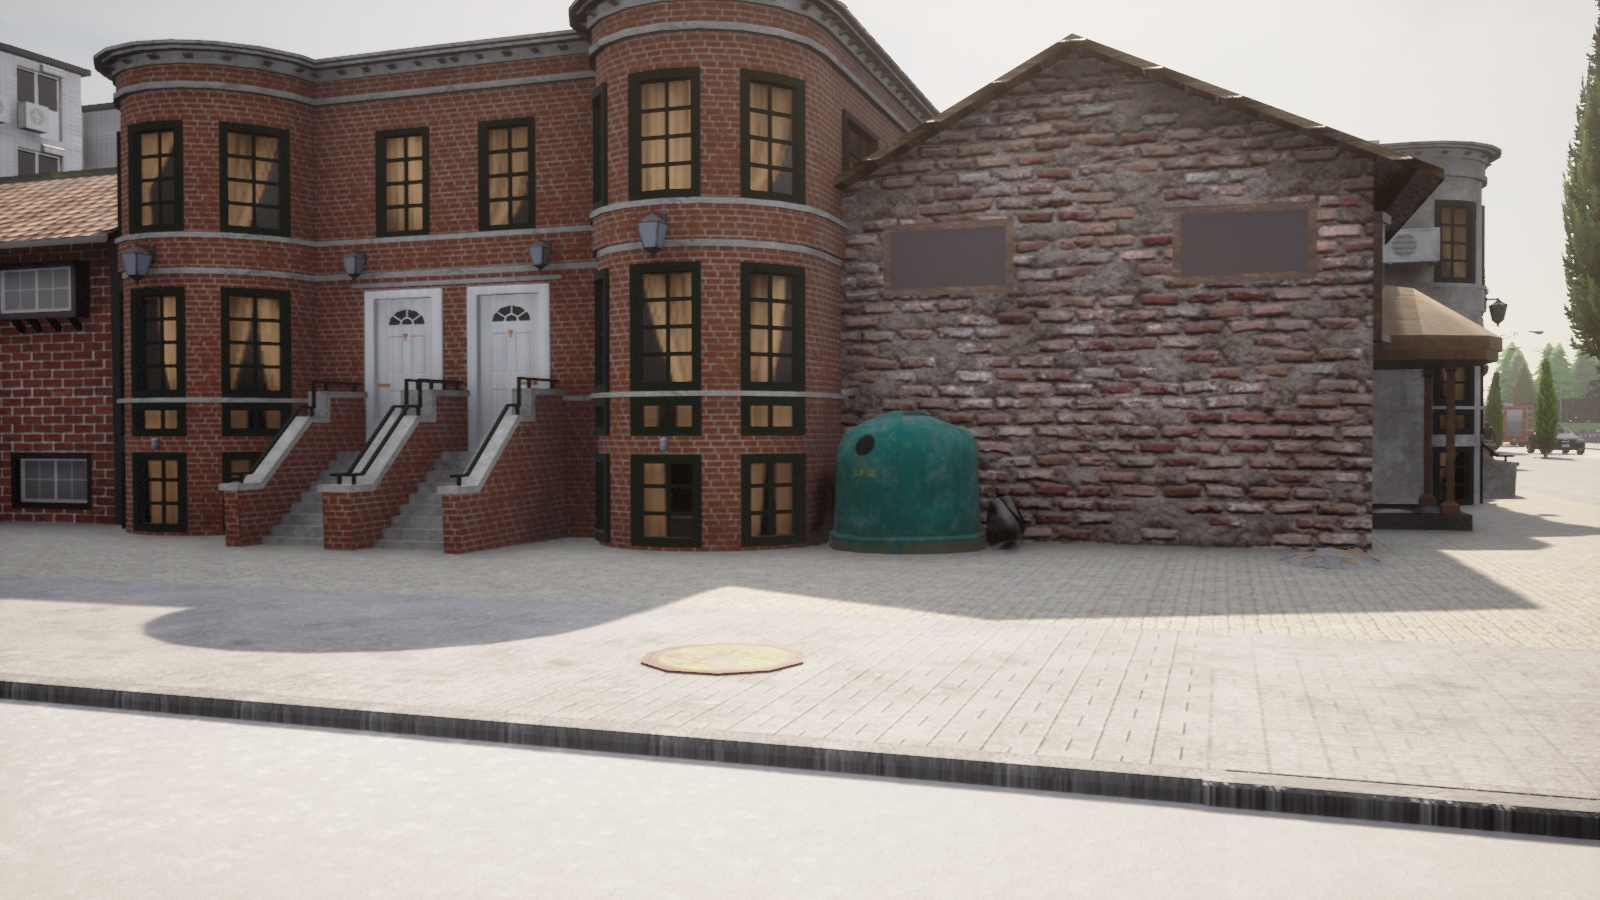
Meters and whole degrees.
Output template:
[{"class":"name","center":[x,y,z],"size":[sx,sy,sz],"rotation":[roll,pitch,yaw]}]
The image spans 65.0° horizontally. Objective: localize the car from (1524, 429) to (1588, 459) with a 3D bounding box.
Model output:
[{"class":"car","center":[44.268,-0.382,73.611],"size":[2.152,1.651,5.027],"rotation":[1,1,19]}]

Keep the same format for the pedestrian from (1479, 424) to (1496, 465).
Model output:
[{"class":"pedestrian","center":[31.543,-0.250,57.592],"size":[0.563,1.883,0.849],"rotation":[1,1,36]}]
